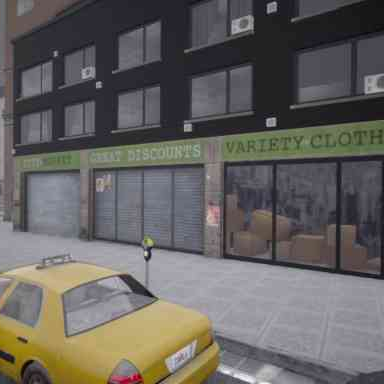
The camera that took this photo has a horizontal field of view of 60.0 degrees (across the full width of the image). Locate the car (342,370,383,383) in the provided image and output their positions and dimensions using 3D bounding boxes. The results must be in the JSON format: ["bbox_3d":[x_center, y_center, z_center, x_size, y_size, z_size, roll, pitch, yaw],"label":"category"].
[{"bbox_3d":[2.712,1.551,1.160,4.403,1.369,2.008,0,1,35],"label":"car"}]

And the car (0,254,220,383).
[{"bbox_3d":[-1.980,1.524,4.494,4.829,1.417,1.752,0,1,35],"label":"car"}]
